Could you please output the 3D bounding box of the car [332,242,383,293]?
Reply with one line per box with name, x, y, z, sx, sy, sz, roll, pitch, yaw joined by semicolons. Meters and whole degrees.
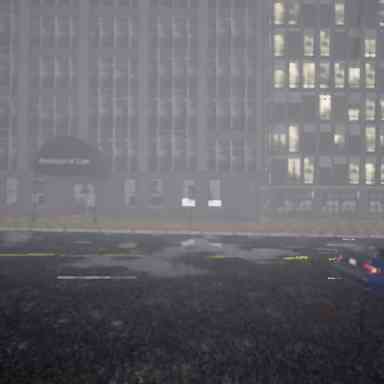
car;6.068;1.685;7.444;5.357;1.411;2.033;2;-1;-1
